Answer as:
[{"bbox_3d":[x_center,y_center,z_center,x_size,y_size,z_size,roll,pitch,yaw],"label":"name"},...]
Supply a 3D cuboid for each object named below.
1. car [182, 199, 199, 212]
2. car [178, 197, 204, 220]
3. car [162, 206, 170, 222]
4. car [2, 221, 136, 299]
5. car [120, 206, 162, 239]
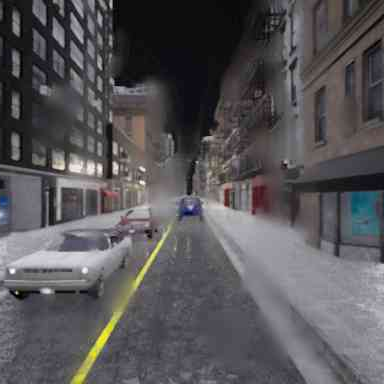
[{"bbox_3d":[-0.177,1.800,45.286,2.128,1.511,4.902,0,0,0],"label":"car"},{"bbox_3d":[-0.098,1.444,30.268,2.150,2.045,5.566,0,0,0],"label":"car"},{"bbox_3d":[-2.889,1.859,28.311,1.895,1.301,4.718,0,0,0],"label":"car"},{"bbox_3d":[-2.887,1.676,8.801,1.895,1.301,4.718,0,0,0],"label":"car"},{"bbox_3d":[-2.930,1.675,18.599,1.812,1.442,4.674,0,-1,0],"label":"car"}]
